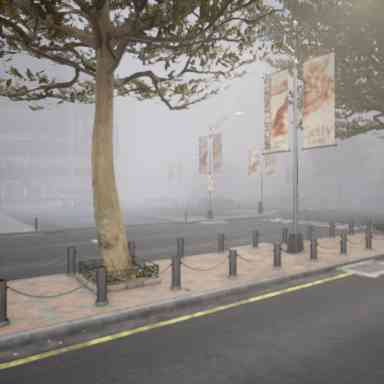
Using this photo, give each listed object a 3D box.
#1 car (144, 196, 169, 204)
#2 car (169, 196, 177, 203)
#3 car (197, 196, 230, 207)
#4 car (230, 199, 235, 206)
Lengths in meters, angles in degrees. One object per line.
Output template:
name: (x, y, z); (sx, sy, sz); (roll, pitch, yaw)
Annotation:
car: (-7.290, 1.574, 65.106); (4.718, 1.301, 1.895); (0, 0, 45)
car: (-5.215, 1.496, 68.257); (4.674, 1.442, 1.812); (0, 0, 43)
car: (2.980, 1.520, 51.780); (2.033, 1.411, 5.357); (0, 0, -35)
car: (5.056, 1.447, 54.905); (1.882, 1.535, 5.008); (0, 0, -35)
